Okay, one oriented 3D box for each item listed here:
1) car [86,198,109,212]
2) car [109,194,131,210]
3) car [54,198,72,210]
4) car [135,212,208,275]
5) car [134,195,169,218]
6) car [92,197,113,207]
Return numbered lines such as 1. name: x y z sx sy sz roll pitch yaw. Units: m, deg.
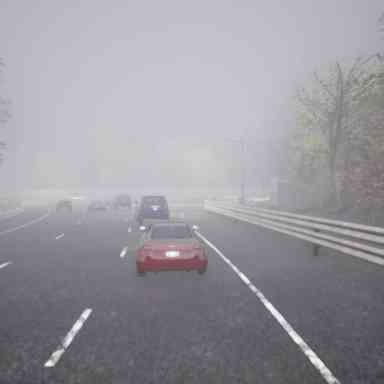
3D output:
1. car: -11.771 1.620 40.627 1.994 1.385 4.181 0 0 -22
2. car: -9.680 1.272 44.553 2.150 2.045 5.566 0 0 -24
3. car: -16.686 1.578 43.193 1.837 1.490 4.892 0 0 -24
4. car: -0.715 1.571 10.580 1.994 1.385 4.181 0 0 -6
5. car: -3.098 1.242 25.202 2.150 2.045 5.566 0 0 -13
6. car: -14.871 1.619 55.000 2.033 1.411 5.357 0 0 -29
